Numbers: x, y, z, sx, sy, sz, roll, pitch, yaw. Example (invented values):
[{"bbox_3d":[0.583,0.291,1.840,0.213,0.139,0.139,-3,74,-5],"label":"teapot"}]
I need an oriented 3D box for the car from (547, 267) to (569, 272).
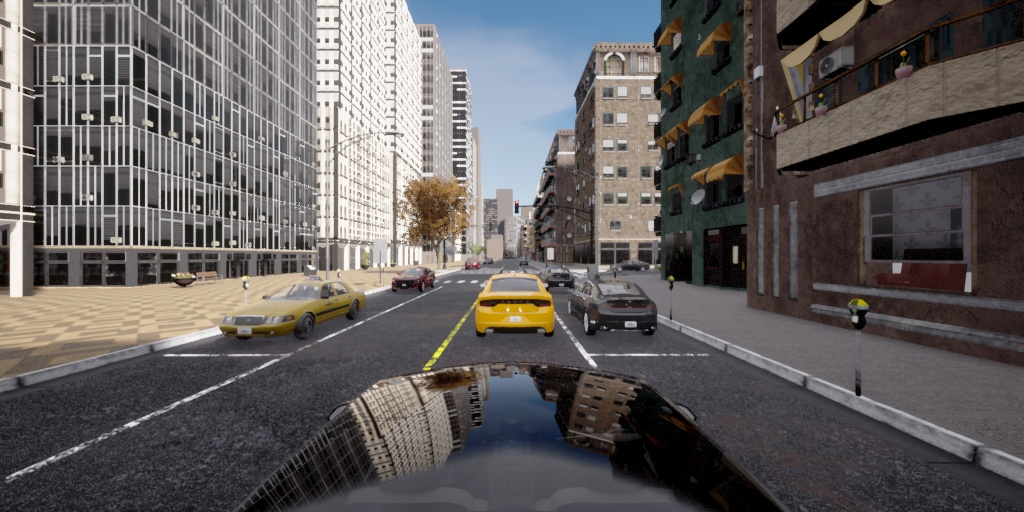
[{"bbox_3d":[2.641,1.305,21.312,2.007,1.370,4.403,0,0,0],"label":"car"}]

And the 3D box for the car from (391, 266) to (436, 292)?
[{"bbox_3d":[-5.739,1.299,21.292,1.888,1.381,4.507,0,0,0],"label":"car"}]

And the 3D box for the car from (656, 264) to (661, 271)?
[{"bbox_3d":[18.736,1.005,40.823,4.829,1.417,1.751,0,0,-1],"label":"car"}]

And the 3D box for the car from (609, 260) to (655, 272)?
[{"bbox_3d":[13.339,1.108,40.755,4.403,1.370,2.007,0,0,-1],"label":"car"}]

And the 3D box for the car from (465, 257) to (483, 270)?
[{"bbox_3d":[-5.819,1.098,53.679,2.192,1.841,5.009,0,0,0],"label":"car"}]

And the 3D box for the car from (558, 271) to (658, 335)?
[{"bbox_3d":[2.668,1.301,10.246,2.007,1.370,4.403,0,0,0],"label":"car"}]

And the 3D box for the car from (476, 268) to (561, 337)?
[{"bbox_3d":[0.068,1.228,10.339,1.882,1.535,5.008,0,0,0],"label":"car"}]

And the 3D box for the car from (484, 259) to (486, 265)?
[{"bbox_3d":[-5.832,1.356,59.202,1.948,1.339,4.313,0,0,0],"label":"car"}]

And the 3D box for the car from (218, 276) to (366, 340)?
[{"bbox_3d":[-5.712,1.276,10.057,1.751,1.417,4.829,0,0,0],"label":"car"}]
